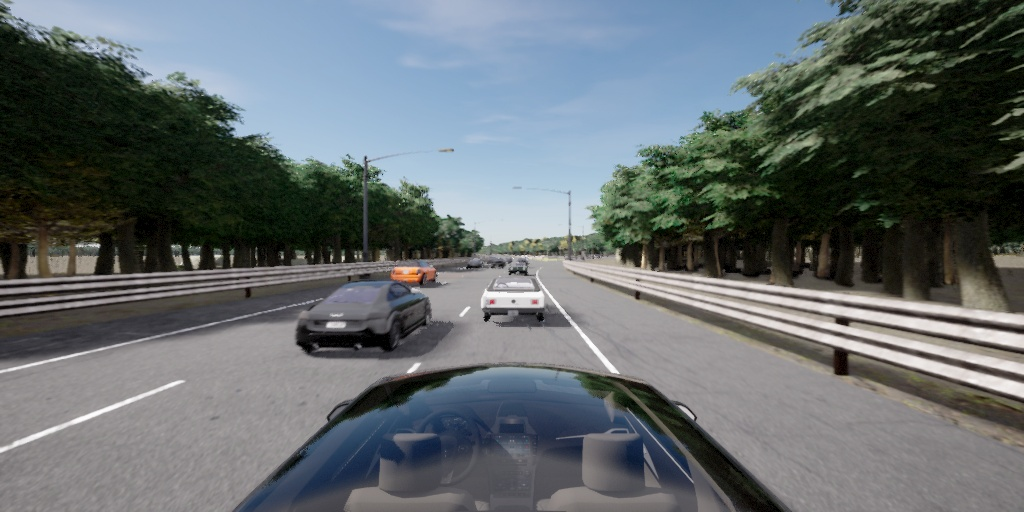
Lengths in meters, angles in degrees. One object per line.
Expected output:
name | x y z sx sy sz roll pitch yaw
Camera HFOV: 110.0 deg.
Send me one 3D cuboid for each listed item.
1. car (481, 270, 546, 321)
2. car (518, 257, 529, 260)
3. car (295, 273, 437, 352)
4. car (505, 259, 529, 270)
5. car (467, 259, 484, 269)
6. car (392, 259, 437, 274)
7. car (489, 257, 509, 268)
car | 0.067 1.333 12.428 1.895 1.301 4.718 0 0 1
car | 1.624 1.089 58.026 1.837 1.490 4.892 0 0 3
car | -3.380 1.300 8.940 1.994 1.385 4.181 0 0 1
car | 0.630 1.278 36.295 1.895 1.301 4.718 0 0 2
car | -5.505 1.160 54.160 1.994 1.385 4.181 0 0 3
car | -6.626 1.054 24.701 2.097 1.767 4.553 0 0 1
car | -1.952 1.100 55.221 1.837 1.490 4.892 0 0 3
